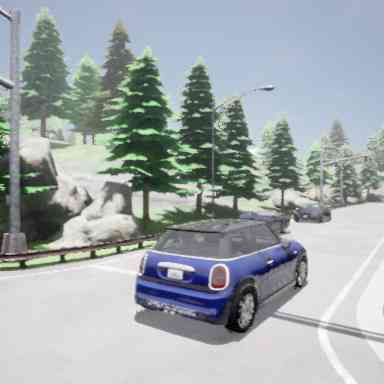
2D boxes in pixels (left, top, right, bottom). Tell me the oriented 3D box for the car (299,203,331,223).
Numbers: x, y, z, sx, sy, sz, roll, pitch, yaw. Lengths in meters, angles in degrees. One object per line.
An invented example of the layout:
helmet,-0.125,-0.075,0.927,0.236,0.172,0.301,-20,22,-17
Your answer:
car,9.273,1.574,25.519,1.994,1.385,4.181,0,0,35

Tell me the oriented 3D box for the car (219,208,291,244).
car,3.390,1.612,17.075,1.895,1.301,4.718,0,0,35

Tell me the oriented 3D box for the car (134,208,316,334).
car,0.925,1.363,7.166,2.097,1.767,4.553,0,0,34
